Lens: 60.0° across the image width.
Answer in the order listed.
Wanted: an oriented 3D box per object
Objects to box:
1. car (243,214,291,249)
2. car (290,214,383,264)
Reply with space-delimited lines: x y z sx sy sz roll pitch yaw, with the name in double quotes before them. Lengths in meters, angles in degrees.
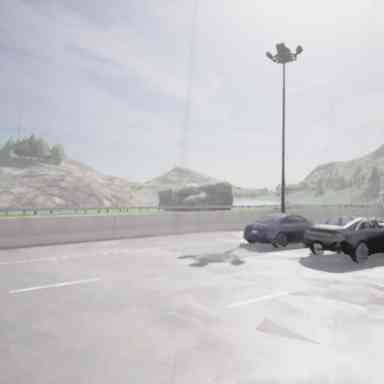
"car" 4.409 1.689 15.305 4.181 1.385 1.994 1 0 -31
"car" 6.265 1.616 12.339 4.902 1.511 2.128 1 0 -31
